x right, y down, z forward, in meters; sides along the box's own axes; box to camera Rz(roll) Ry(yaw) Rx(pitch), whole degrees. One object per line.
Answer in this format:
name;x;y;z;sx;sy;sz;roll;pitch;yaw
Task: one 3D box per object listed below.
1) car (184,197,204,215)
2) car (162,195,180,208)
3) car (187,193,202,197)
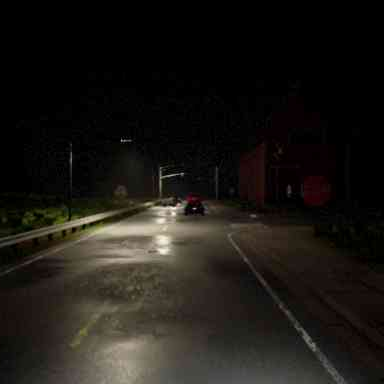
car;0.244;1.562;33.897;1.994;1.385;4.181;0;0;0
car;-3.346;1.540;49.269;2.033;1.411;5.357;0;0;1
car;0.339;1.218;52.531;2.150;2.045;5.566;0;0;0
